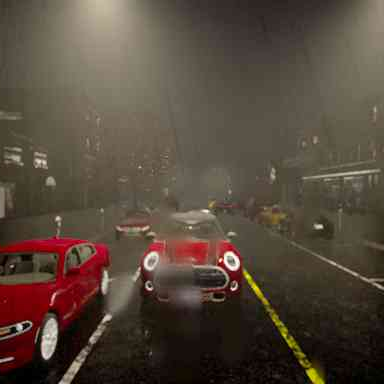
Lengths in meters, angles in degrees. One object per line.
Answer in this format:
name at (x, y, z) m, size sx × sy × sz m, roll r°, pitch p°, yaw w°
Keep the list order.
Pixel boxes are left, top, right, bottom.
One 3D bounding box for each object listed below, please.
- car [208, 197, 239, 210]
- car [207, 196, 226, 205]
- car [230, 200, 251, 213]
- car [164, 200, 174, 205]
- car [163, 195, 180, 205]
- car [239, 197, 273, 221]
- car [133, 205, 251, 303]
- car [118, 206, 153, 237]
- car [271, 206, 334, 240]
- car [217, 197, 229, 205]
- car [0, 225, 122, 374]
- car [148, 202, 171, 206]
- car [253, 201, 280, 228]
car at (3.057, 1.549, 33.237) m, size 2.128 × 1.511 × 4.902 m, roll 0°, pitch 0°, yaw 0°
car at (3.028, 1.556, 44.832) m, size 1.882 × 1.535 × 5.008 m, roll 0°, pitch 0°, yaw 0°
car at (5.651, 1.651, 39.125) m, size 1.802 × 1.307 × 4.206 m, roll -1°, pitch 0°, yaw 0°
car at (-2.719, 1.631, 28.018) m, size 1.802 × 1.307 × 4.206 m, roll -1°, pitch 0°, yaw 0°
car at (-2.737, 1.393, 44.663) m, size 2.192 × 1.841 × 5.009 m, roll -1°, pitch 0°, yaw 0°
car at (5.659, 1.364, 28.029) m, size 2.192 × 1.841 × 5.009 m, roll -1°, pitch 0°, yaw 0°
car at (-0.009, 1.367, 8.457) m, size 2.097 × 1.767 × 4.553 m, roll 0°, pitch 0°, yaw 0°
car at (-2.709, 1.612, 16.921) m, size 1.802 × 1.307 × 4.206 m, roll -1°, pitch 0°, yaw 0°
car at (5.671, 1.596, 16.931) m, size 1.947 × 1.339 × 4.313 m, roll -1°, pitch 0°, yaw 0°
car at (5.630, 1.632, 61.488) m, size 1.752 × 1.417 × 4.829 m, roll -1°, pitch 0°, yaw 0°
car at (-2.699, 1.555, 5.825) m, size 1.887 × 1.381 × 4.507 m, roll -1°, pitch 0°, yaw 0°
car at (-2.715, 1.591, 22.469) m, size 2.008 × 1.369 × 4.403 m, roll -1°, pitch 0°, yaw 0°
car at (5.667, 1.565, 22.649) m, size 1.752 × 1.417 × 4.829 m, roll -1°, pitch 0°, yaw 0°
